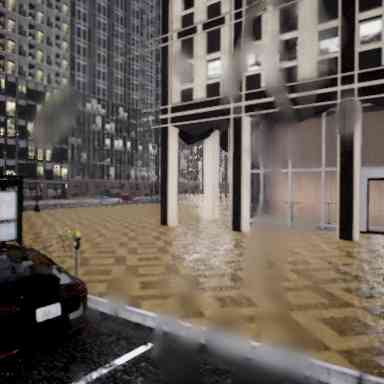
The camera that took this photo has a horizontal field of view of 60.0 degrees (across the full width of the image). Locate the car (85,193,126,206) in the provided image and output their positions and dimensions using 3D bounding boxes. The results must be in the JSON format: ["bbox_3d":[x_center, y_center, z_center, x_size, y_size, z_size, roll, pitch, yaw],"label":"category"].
[{"bbox_3d":[-11.301,1.144,42.924,1.895,1.301,4.718,1,1,34],"label":"car"}]

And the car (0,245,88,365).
[{"bbox_3d":[-3.511,1.562,5.439,4.313,1.339,1.947,0,1,36],"label":"car"}]

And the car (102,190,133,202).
[{"bbox_3d":[-11.734,0.823,53.926,1.882,1.535,5.008,1,1,35],"label":"car"}]

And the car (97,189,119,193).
[{"bbox_3d":[-14.429,0.536,55.722,2.150,2.045,5.566,1,1,35],"label":"car"}]
